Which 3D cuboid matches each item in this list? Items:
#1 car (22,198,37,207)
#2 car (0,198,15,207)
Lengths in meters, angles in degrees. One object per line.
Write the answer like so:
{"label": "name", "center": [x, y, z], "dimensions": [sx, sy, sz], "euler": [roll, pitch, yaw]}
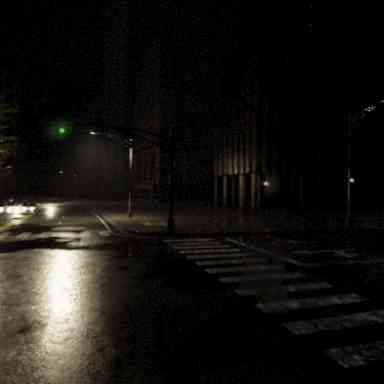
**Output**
{"label": "car", "center": [-27.308, 1.721, 55.966], "dimensions": [2.128, 1.511, 4.902], "euler": [1, -1, -24]}
{"label": "car", "center": [-30.269, 1.657, 54.627], "dimensions": [2.128, 1.511, 4.902], "euler": [1, -1, -24]}
